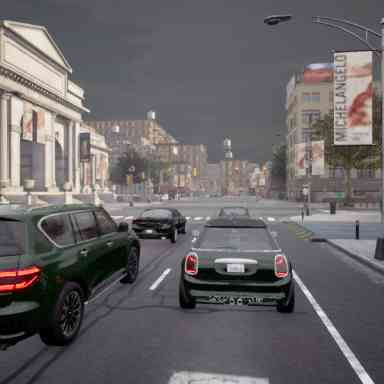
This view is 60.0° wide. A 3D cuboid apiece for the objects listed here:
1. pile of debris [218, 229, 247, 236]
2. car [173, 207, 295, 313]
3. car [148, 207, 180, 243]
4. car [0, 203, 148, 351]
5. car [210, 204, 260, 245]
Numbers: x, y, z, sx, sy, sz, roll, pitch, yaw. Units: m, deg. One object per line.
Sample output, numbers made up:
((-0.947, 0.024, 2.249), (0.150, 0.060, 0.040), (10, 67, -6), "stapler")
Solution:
((2.206, 2.175, 18.015), (1.500, 0.140, 1.860), (0, 0, 8), "pile of debris")
((1.015, 1.352, 7.930), (2.097, 1.767, 4.553), (0, 0, 7), "car")
((-1.447, 1.478, 16.237), (1.882, 1.535, 5.008), (0, 0, 8), "car")
((-2.665, 1.221, 6.563), (2.150, 2.045, 5.566), (0, 0, 6), "car")
((2.149, 1.489, 16.779), (2.128, 1.511, 4.902), (0, 0, 7), "car")
